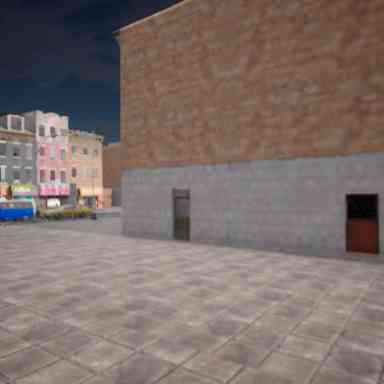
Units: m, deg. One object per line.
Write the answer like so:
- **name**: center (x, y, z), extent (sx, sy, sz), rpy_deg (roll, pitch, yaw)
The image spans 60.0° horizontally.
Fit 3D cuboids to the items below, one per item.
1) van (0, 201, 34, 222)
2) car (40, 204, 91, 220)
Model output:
- **van**: center (-15.103, 1.616, 27.208), extent (1.690, 1.788, 3.998), rpy_deg (-1, 0, 36)
- **car**: center (-11.936, 1.797, 31.634), extent (1.752, 1.417, 4.829), rpy_deg (-1, 0, 36)
